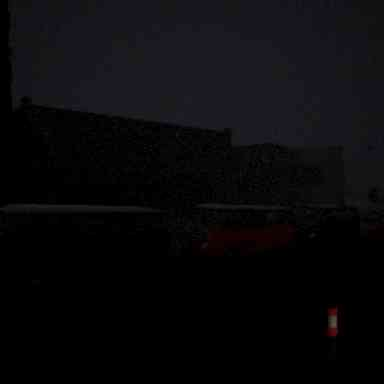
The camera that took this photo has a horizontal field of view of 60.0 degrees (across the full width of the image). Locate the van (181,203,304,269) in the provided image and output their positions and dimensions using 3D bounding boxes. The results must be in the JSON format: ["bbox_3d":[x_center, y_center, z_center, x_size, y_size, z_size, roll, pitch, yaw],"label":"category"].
[{"bbox_3d":[1.655,1.411,11.641,4.442,1.987,1.878,2,0,-38],"label":"van"}]

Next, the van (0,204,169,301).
[{"bbox_3d":[-2.790,1.305,8.251,4.442,1.987,1.878,2,0,-37],"label":"van"}]

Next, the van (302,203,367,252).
[{"bbox_3d":[5.983,1.527,15.184,4.442,1.987,1.878,3,0,-43],"label":"van"}]

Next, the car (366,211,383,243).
[{"bbox_3d":[10.101,1.874,18.848,5.366,1.575,1.946,3,0,-41],"label":"car"}]
